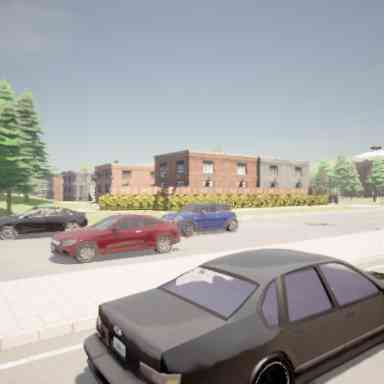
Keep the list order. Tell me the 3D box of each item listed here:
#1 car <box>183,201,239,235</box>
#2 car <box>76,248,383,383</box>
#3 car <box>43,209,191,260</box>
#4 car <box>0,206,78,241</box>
[{"bbox_3d":[0.377,1.361,18.365,4.553,1.767,2.097,0,0,-35],"label":"car"},{"bbox_3d":[1.336,1.551,4.698,5.357,1.411,2.033,0,0,-36],"label":"car"},{"bbox_3d":[-2.557,1.530,11.976,4.674,1.442,1.812,0,0,-36],"label":"car"},{"bbox_3d":[-7.758,1.495,16.879,4.902,1.511,2.128,0,0,-35],"label":"car"}]
